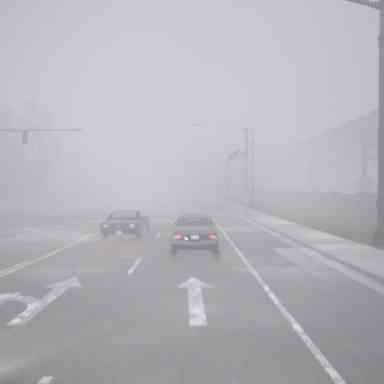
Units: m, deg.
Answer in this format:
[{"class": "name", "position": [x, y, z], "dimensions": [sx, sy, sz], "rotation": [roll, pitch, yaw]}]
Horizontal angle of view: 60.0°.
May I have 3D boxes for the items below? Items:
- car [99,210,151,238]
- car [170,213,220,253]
[{"class": "car", "position": [-3.391, 1.615, 17.813], "dimensions": [1.895, 1.301, 4.718], "rotation": [0, 0, 1]}, {"class": "car", "position": [0.099, 1.568, 13.660], "dimensions": [2.033, 1.411, 5.357], "rotation": [0, 0, 0]}]
